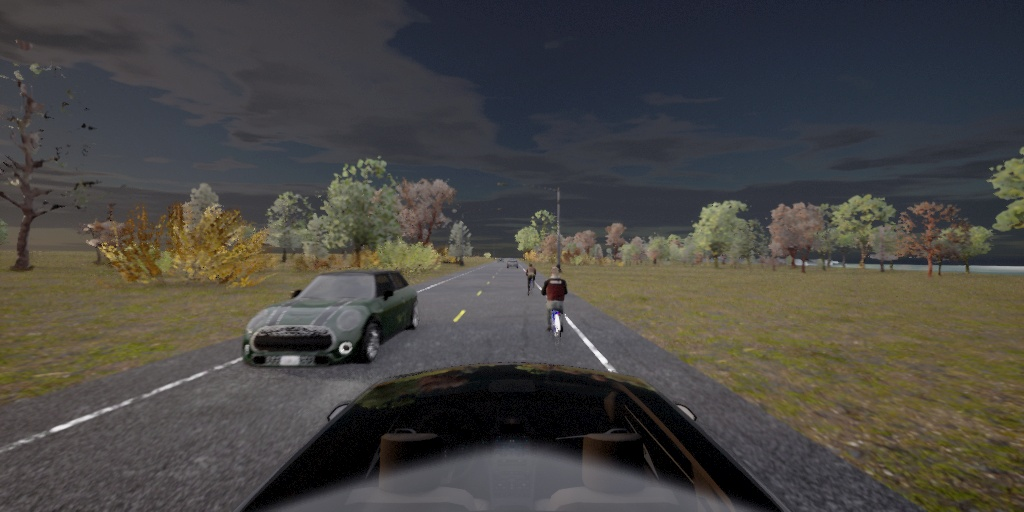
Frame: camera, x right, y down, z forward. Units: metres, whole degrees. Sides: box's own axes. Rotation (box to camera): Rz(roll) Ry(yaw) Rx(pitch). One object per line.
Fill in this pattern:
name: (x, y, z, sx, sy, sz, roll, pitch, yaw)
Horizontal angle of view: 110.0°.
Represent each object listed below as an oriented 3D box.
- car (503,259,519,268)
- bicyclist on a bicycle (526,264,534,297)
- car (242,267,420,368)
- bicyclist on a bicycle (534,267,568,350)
car: (0.098, 1.252, 59.991, 2.128, 1.511, 4.902, 0, 0, 0)
bicyclist on a bicycle: (0.961, 1.206, 17.914, 0.582, 1.620, 1.656, 0, 0, 0)
car: (-3.601, 1.103, 8.060, 2.097, 1.767, 4.553, 0, 0, 0)
bicyclist on a bicycle: (0.962, 1.122, 8.225, 0.659, 1.776, 1.843, 0, 0, 0)
